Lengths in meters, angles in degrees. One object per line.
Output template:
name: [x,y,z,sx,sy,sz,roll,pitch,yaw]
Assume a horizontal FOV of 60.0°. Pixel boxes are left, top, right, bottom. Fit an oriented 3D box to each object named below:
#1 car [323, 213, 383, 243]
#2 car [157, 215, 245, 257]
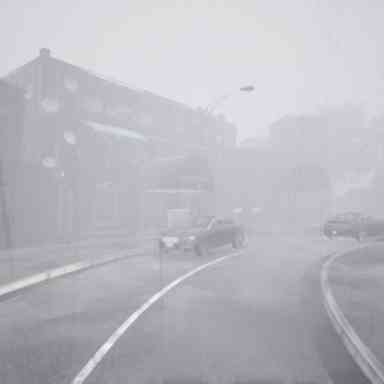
car: [9.310,1.889,18.417,4.902,1.511,2.128,1,-3,-34]
car: [0.544,1.718,13.982,2.128,1.511,4.902,-2,-3,34]
